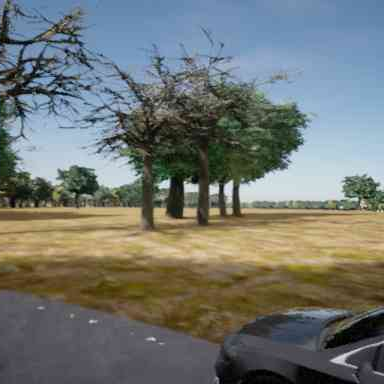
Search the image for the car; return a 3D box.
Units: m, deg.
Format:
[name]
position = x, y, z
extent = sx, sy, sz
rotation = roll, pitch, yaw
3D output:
[car]
position = 2.425, 1.647, 2.676
extent = 4.892, 1.490, 1.837
rotation = -1, -3, 40
